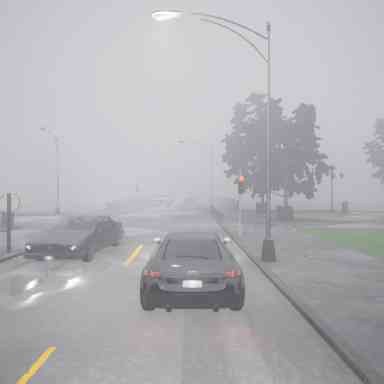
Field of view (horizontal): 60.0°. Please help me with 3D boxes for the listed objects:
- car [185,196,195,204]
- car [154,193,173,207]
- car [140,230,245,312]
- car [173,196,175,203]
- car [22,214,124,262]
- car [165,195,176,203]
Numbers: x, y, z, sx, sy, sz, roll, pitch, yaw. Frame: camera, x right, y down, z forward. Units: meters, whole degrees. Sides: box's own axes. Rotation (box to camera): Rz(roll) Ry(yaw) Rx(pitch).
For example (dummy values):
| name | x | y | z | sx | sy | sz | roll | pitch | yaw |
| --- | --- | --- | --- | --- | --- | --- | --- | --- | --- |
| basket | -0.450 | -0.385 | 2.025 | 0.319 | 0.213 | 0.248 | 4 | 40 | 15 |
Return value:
| name | x | y | z | sx | sy | sz | roll | pitch | yaw |
| --- | --- | --- | --- | --- | --- | --- | --- | --- | --- |
| car | -0.395 | 1.477 | 63.874 | 1.882 | 1.535 | 5.008 | 0 | 0 | 0 |
| car | -4.495 | 1.221 | 50.995 | 2.150 | 2.045 | 5.566 | 0 | 0 | -1 |
| car | 0.004 | 1.564 | 7.779 | 1.994 | 1.385 | 4.181 | 0 | 0 | 0 |
| car | -4.537 | 1.547 | 61.247 | 2.033 | 1.411 | 5.357 | 0 | 0 | 0 |
| car | -4.009 | 1.548 | 12.381 | 2.033 | 1.411 | 5.357 | 0 | 0 | 4 |
| car | -4.554 | 1.525 | 71.489 | 2.128 | 1.511 | 4.902 | 0 | 0 | 0 |
